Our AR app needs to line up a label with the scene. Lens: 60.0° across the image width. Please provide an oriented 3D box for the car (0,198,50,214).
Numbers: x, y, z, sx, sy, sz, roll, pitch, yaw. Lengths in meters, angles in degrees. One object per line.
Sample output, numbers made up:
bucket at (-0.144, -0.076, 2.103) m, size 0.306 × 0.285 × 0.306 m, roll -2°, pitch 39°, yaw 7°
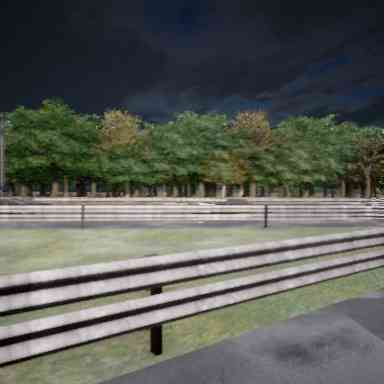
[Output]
car at (-14.585, 1.284, 26.991) m, size 4.892 × 1.490 × 1.837 m, roll 0°, pitch 0°, yaw -5°

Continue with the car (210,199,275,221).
car at (3.839, 1.347, 25.299) m, size 4.892 × 1.490 × 1.837 m, roll 0°, pitch 0°, yaw -6°
